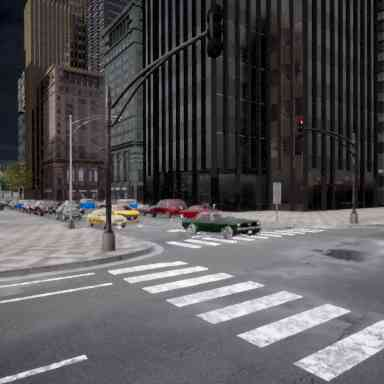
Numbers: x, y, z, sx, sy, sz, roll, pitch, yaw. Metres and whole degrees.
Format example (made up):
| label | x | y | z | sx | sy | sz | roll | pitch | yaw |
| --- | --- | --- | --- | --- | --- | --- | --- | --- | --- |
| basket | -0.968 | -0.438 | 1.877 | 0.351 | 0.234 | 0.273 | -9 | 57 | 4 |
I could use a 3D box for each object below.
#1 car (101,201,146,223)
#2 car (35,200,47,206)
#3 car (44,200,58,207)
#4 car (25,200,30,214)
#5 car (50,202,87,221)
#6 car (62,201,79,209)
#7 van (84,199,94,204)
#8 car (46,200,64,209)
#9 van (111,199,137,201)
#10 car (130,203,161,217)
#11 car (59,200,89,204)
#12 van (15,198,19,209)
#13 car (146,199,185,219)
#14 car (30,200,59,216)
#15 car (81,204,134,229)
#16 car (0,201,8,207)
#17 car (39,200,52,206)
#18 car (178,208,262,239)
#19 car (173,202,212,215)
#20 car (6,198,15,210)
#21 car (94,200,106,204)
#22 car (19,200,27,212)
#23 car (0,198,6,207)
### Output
| label | x | y | z | sx | sy | sz | roll | pitch | yaw |
| --- | --- | --- | --- | --- | --- | --- | --- | --- | --- |
| car | -6.173 | 1.833 | 28.789 | 1.882 | 1.535 | 5.008 | 0 | 0 | -34 |
| car | -37.889 | 2.711 | 83.361 | 2.008 | 1.369 | 4.403 | -1 | 0 | -35 |
| car | -31.846 | 2.596 | 74.890 | 1.947 | 1.339 | 4.313 | -1 | 0 | -35 |
| car | -20.581 | 2.196 | 44.416 | 1.887 | 1.381 | 4.507 | -1 | 0 | -35 |
| car | -12.069 | 2.004 | 32.483 | 2.008 | 1.369 | 4.403 | -1 | 0 | -35 |
| car | -22.783 | 2.407 | 62.185 | 1.802 | 1.307 | 4.206 | -1 | 0 | -35 |
| van | -17.147 | 2.038 | 54.340 | 1.690 | 1.788 | 3.998 | -1 | 0 | -35 |
| car | -25.046 | 2.317 | 60.777 | 1.882 | 1.535 | 5.008 | 0 | -1 | -35 |
| van | -8.299 | 1.833 | 41.906 | 1.690 | 1.788 | 3.998 | -1 | 0 | -35 |
| car | -5.344 | 2.005 | 37.761 | 1.802 | 1.307 | 4.206 | -1 | 0 | -35 |
| car | -14.462 | 2.075 | 40.454 | 1.812 | 1.442 | 4.674 | 0 | 0 | -34 |
| van | -26.260 | 2.123 | 52.371 | 1.690 | 1.788 | 3.998 | -1 | 0 | -35 |
| car | -2.401 | 1.669 | 33.616 | 2.192 | 1.841 | 5.009 | -1 | 0 | -35 |
| car | -17.749 | 1.901 | 40.438 | 2.192 | 1.841 | 5.009 | -1 | 0 | -35 |
| car | -6.297 | 1.844 | 24.390 | 1.752 | 1.417 | 4.829 | -1 | 0 | -35 |
| car | -44.524 | 2.771 | 77.983 | 1.802 | 1.307 | 4.206 | -1 | 0 | -35 |
| car | -34.868 | 2.661 | 79.126 | 1.947 | 1.339 | 4.313 | -1 | 0 | -35 |
| car | 1.519 | 1.757 | 18.333 | 1.895 | 1.301 | 4.718 | 0 | -1 | -38 |
| car | 0.554 | 1.829 | 29.471 | 1.887 | 1.381 | 4.507 | -1 | 0 | -35 |
| car | -32.036 | 2.354 | 60.471 | 1.967 | 1.590 | 4.097 | -1 | 0 | -35 |
| car | -11.249 | 1.876 | 46.051 | 2.192 | 1.841 | 5.009 | -1 | 0 | -35 |
| car | -23.420 | 2.157 | 48.393 | 1.967 | 1.590 | 4.097 | -1 | 0 | -35 |
| car | -41.402 | 2.667 | 73.606 | 1.887 | 1.381 | 4.507 | -1 | 0 | -35 |
